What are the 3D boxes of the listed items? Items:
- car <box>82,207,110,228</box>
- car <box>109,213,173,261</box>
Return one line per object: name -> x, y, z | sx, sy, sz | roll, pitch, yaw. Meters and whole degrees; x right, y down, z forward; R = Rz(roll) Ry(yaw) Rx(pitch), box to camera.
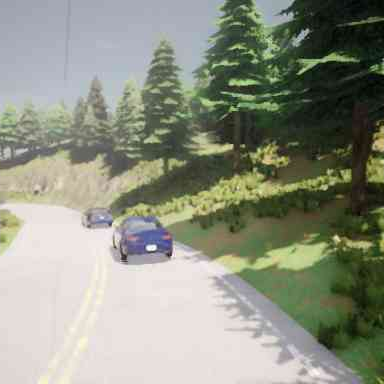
car -> -7.370, 1.905, 25.761 | 2.033, 1.411, 5.357 | -2, 0, -24
car -> -2.016, 1.662, 12.961 | 1.812, 1.442, 4.674 | -1, 0, -18
